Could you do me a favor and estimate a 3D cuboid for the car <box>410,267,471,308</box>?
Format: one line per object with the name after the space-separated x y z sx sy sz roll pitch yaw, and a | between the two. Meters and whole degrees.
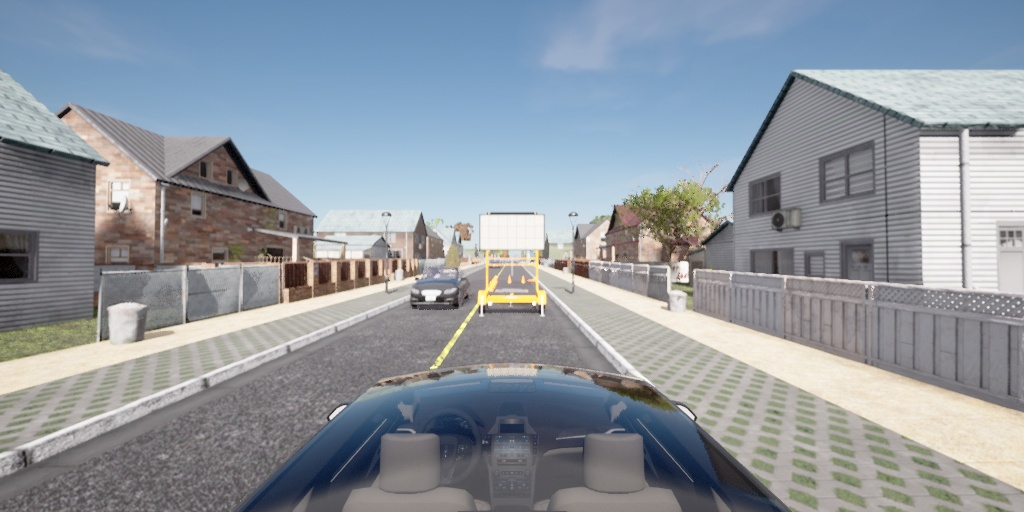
-2.855 1.220 15.046 2.128 1.511 4.902 0 0 0 | car

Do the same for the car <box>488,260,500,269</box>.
-2.844 1.297 58.141 2.033 1.411 5.357 0 0 0 | car

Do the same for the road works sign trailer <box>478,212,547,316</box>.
0.007 0.196 13.196 2.380 3.560 2.880 0 0 0 | road works sign trailer
